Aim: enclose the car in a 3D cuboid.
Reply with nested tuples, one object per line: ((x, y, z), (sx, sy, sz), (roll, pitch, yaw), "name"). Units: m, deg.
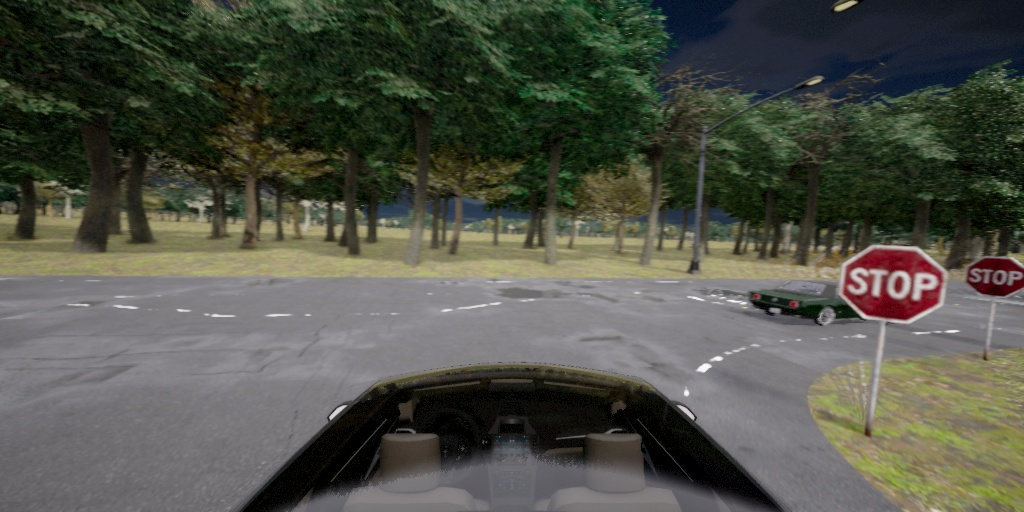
((10.425, 1.469, 11.853), (4.718, 1.301, 1.895), (1, 4, -15), "car")
